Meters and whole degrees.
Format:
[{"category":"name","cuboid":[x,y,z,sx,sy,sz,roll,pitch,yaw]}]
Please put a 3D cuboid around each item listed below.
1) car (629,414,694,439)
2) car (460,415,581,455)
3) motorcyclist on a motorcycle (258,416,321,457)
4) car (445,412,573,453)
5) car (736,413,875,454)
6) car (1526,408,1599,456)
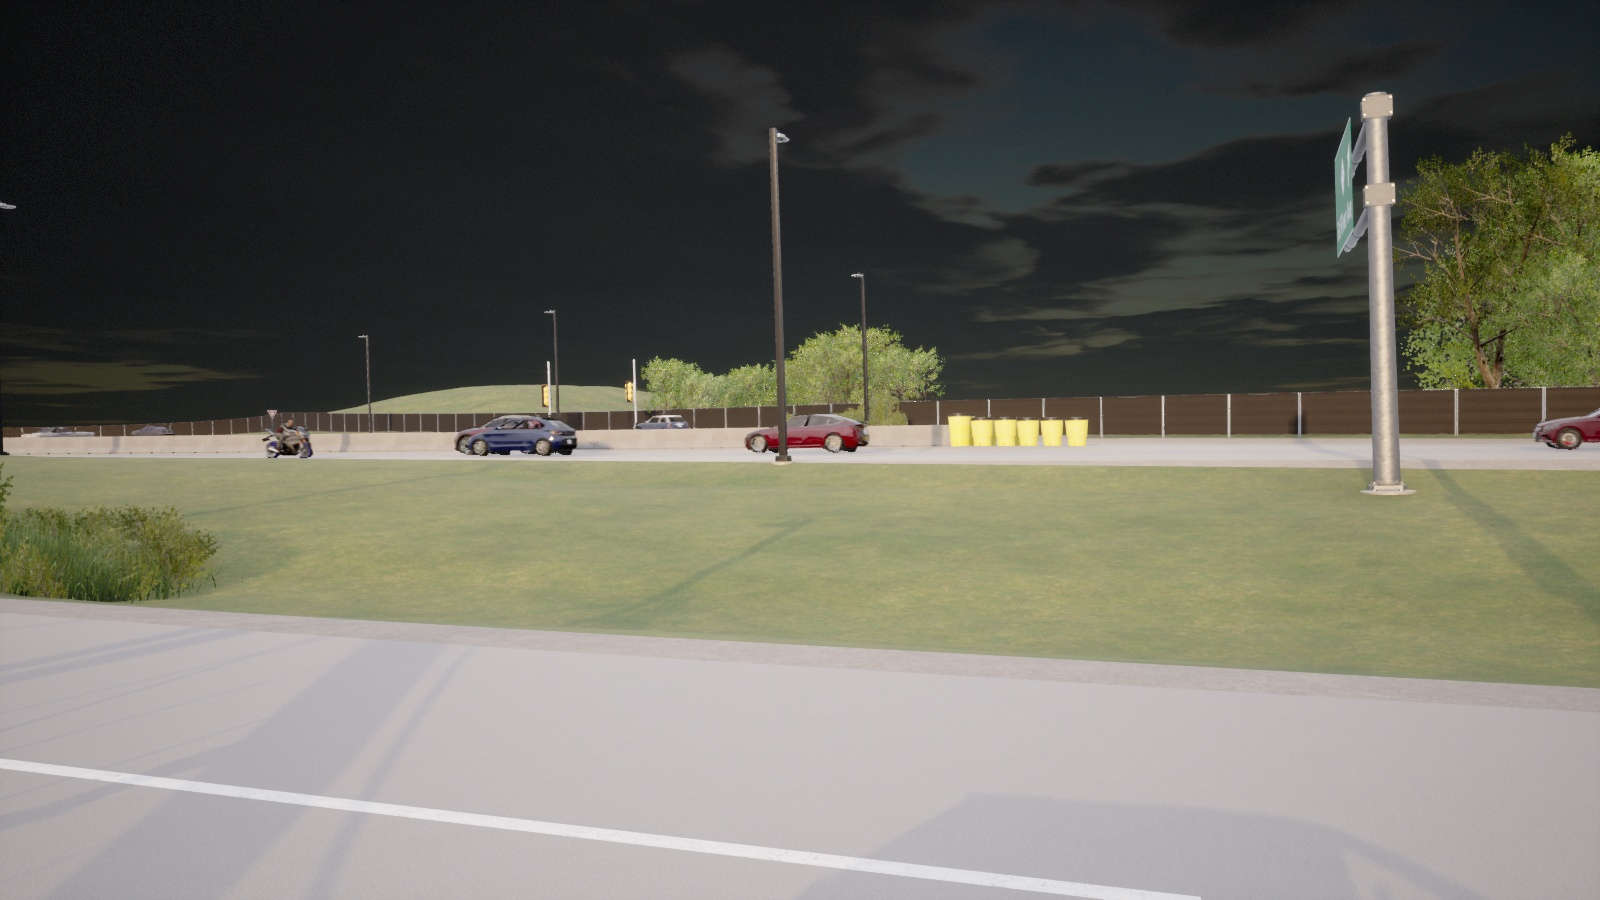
[{"category":"car","cuboid":[-8.414,-1.446,76.096,1.970,1.475,3.806,-2,2,-43]},{"category":"car","cuboid":[-10.643,-0.571,47.880,4.193,1.474,1.816,0,1,20]},{"category":"motorcyclist on a motorcycle","cuboid":[-19.224,-0.519,47.276,2.191,1.530,0.866,0,1,20]},{"category":"car","cuboid":[-12.064,-0.708,52.119,4.856,1.649,2.033,0,1,20]},{"category":"car","cuboid":[0.220,-0.614,47.654,4.792,1.488,2.163,0,1,20]},{"category":"car","cuboid":[25.161,-0.545,38.586,4.674,1.442,1.812,0,1,20]}]
